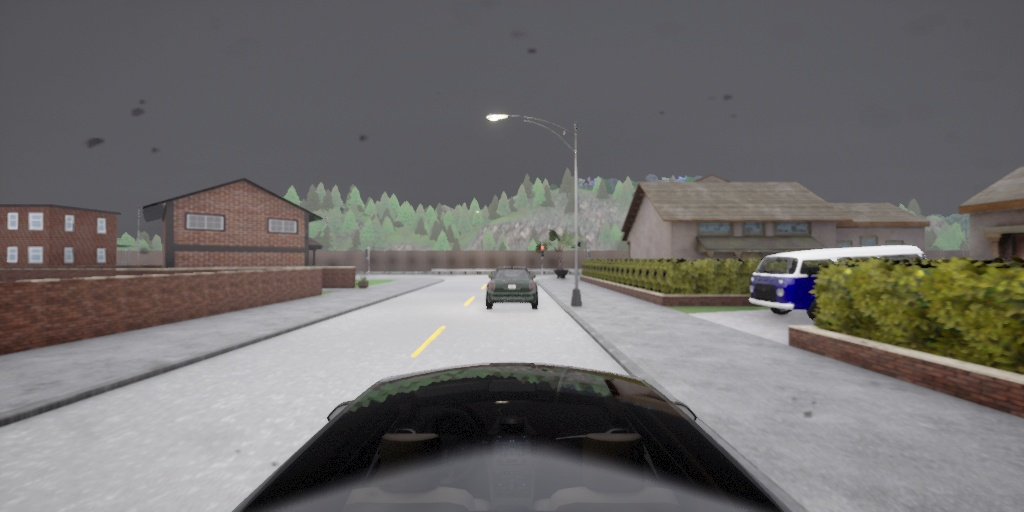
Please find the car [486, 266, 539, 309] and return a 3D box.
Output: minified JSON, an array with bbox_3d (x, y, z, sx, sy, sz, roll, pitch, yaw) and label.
[{"bbox_3d":[0.003,1.234,15.938,2.097,1.767,4.553,0,-1,0],"label":"car"}]
